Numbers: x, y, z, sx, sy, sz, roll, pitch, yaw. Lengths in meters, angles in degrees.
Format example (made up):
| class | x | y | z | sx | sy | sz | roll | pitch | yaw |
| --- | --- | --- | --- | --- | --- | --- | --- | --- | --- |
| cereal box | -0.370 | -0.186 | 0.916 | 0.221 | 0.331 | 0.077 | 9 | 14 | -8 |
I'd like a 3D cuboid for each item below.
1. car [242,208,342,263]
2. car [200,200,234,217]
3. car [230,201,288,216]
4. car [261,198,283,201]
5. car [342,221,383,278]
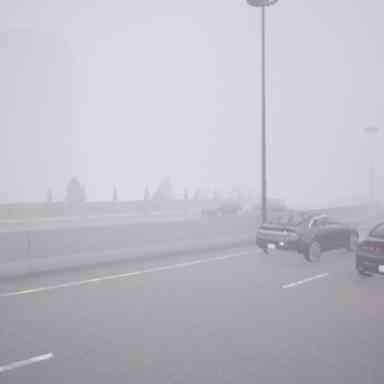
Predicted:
| class | x | y | z | sx | sy | sz | roll | pitch | yaw |
| --- | --- | --- | --- | --- | --- | --- | --- | --- | --- |
| car | 4.326 | 1.489 | 12.094 | 4.902 | 1.511 | 2.128 | 0 | 0 | -41 |
| car | 2.771 | 1.507 | 30.759 | 1.882 | 1.535 | 5.008 | 0 | 0 | 40 |
| car | 5.196 | 1.555 | 22.916 | 2.033 | 1.411 | 5.357 | 0 | 0 | 43 |
| car | 7.104 | 1.361 | 30.558 | 2.097 | 1.767 | 4.553 | 0 | 0 | 38 |
| car | 6.195 | 1.489 | 9.082 | 4.892 | 1.490 | 1.837 | 0 | 0 | -41 |
